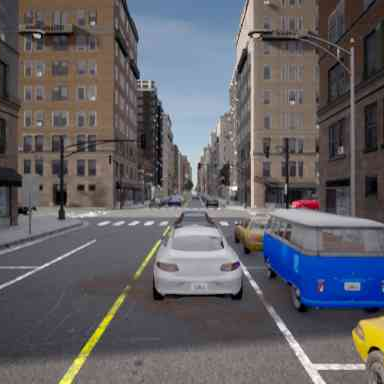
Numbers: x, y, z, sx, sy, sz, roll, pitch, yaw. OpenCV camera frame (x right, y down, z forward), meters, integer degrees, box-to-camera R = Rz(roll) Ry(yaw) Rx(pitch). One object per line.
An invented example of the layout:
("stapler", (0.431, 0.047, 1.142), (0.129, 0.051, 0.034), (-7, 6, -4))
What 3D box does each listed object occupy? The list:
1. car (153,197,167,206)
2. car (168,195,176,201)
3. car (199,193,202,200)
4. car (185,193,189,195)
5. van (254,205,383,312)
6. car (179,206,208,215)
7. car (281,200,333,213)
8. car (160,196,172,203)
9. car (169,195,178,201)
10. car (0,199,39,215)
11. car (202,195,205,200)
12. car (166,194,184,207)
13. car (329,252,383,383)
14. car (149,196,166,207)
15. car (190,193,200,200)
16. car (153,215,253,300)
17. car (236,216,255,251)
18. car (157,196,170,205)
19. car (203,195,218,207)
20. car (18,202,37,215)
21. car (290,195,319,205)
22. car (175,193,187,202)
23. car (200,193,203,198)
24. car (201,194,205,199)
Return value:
("car", (-5.379, 1.569, 56.392), (1.947, 1.339, 4.313), (1, 0, 1))
("car", (-4.986, 1.523, 83.866), (1.752, 1.417, 4.829), (1, 0, 1))
("car", (3.620, 1.545, 89.456), (2.008, 1.369, 4.403), (1, 0, 1))
("car", (-2.306, 1.355, 71.976), (2.097, 1.767, 4.553), (0, 0, 1))
("van", (2.689, 1.342, 7.409), (1.690, 1.788, 3.998), (1, 0, 0))
("car", (0.115, 1.566, 15.594), (1.994, 1.385, 4.181), (0, 0, 0))
("car", (13.298, 1.698, 38.787), (5.357, 1.411, 2.033), (0, -1, 1))
("car", (-5.221, 1.546, 67.449), (1.887, 1.381, 4.507), (1, 0, 1))
("car", (-4.905, 1.561, 89.564), (1.947, 1.339, 4.313), (1, 0, 1))
("car", (-18.046, 1.410, 32.323), (5.357, 1.411, 2.033), (0, -1, 0))
("car", (3.146, 1.546, 56.275), (1.887, 1.381, 4.507), (1, 0, 1))
("car", (-2.678, 1.481, 52.189), (1.882, 1.535, 5.008), (0, 0, 1))
("car", (2.679, 1.526, 1.905), (1.752, 1.417, 4.829), (1, 0, 0))
("car", (-5.458, 1.585, 50.863), (1.802, 1.307, 4.206), (1, 0, 1))
("car", (0.977, 1.518, 91.793), (1.812, 1.442, 4.674), (0, 0, 1))
("car", (0.088, 1.527, 8.258), (1.812, 1.442, 4.674), (0, 0, -1))
("car", (2.696, 1.527, 13.252), (1.752, 1.417, 4.829), (1, 0, 0))
("car", (-5.300, 1.553, 61.920), (2.008, 1.369, 4.403), (1, 0, 1))
("car", (3.067, 1.568, 50.745), (1.947, 1.339, 4.313), (1, 0, 1))
("car", (-16.505, 1.442, 29.056), (4.718, 1.301, 1.895), (0, -1, 1))
("car", (13.449, 1.343, 35.488), (5.566, 2.045, 2.150), (1, -1, 0))
("car", (-2.515, 1.479, 61.849), (1.882, 1.535, 5.008), (0, 0, 1))
("car", (3.462, 1.563, 78.396), (1.947, 1.339, 4.313), (1, 0, 1))
("car", (3.225, 1.552, 61.805), (2.008, 1.369, 4.403), (1, 0, 1))
